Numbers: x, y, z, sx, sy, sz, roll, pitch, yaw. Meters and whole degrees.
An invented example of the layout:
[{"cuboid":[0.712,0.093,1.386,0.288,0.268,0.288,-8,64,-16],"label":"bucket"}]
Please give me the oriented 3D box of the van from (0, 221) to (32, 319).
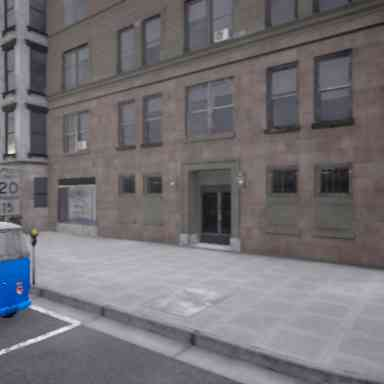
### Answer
[{"cuboid":[-4.648,1.363,6.111,3.998,1.788,1.690,0,0,35],"label":"van"}]
